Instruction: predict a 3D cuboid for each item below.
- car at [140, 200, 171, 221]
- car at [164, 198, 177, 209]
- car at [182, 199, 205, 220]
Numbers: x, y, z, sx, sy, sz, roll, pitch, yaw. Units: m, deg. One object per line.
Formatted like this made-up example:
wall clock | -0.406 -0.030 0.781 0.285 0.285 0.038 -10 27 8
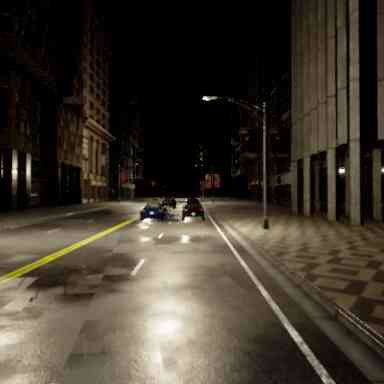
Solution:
car | -3.150 1.614 28.094 1.994 1.385 4.181 0 0 0
car | -3.149 1.566 46.406 2.128 1.511 4.902 0 0 0
car | 0.101 1.576 28.467 1.812 1.442 4.674 0 0 0
